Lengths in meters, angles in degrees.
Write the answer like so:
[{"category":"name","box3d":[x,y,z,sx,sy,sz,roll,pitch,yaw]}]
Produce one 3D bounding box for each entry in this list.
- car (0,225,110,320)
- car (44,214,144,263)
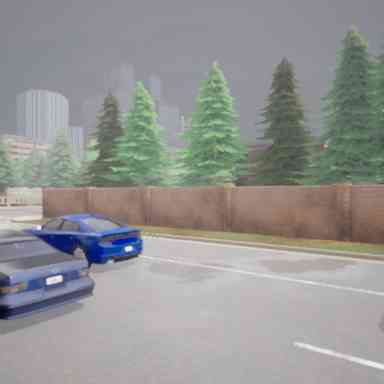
[{"category":"car","box3d":[-4.387,1.547,7.136,5.357,1.411,2.033,0,0,36]},{"category":"car","box3d":[-3.839,1.477,11.053,5.008,1.535,1.882,0,0,36]}]
